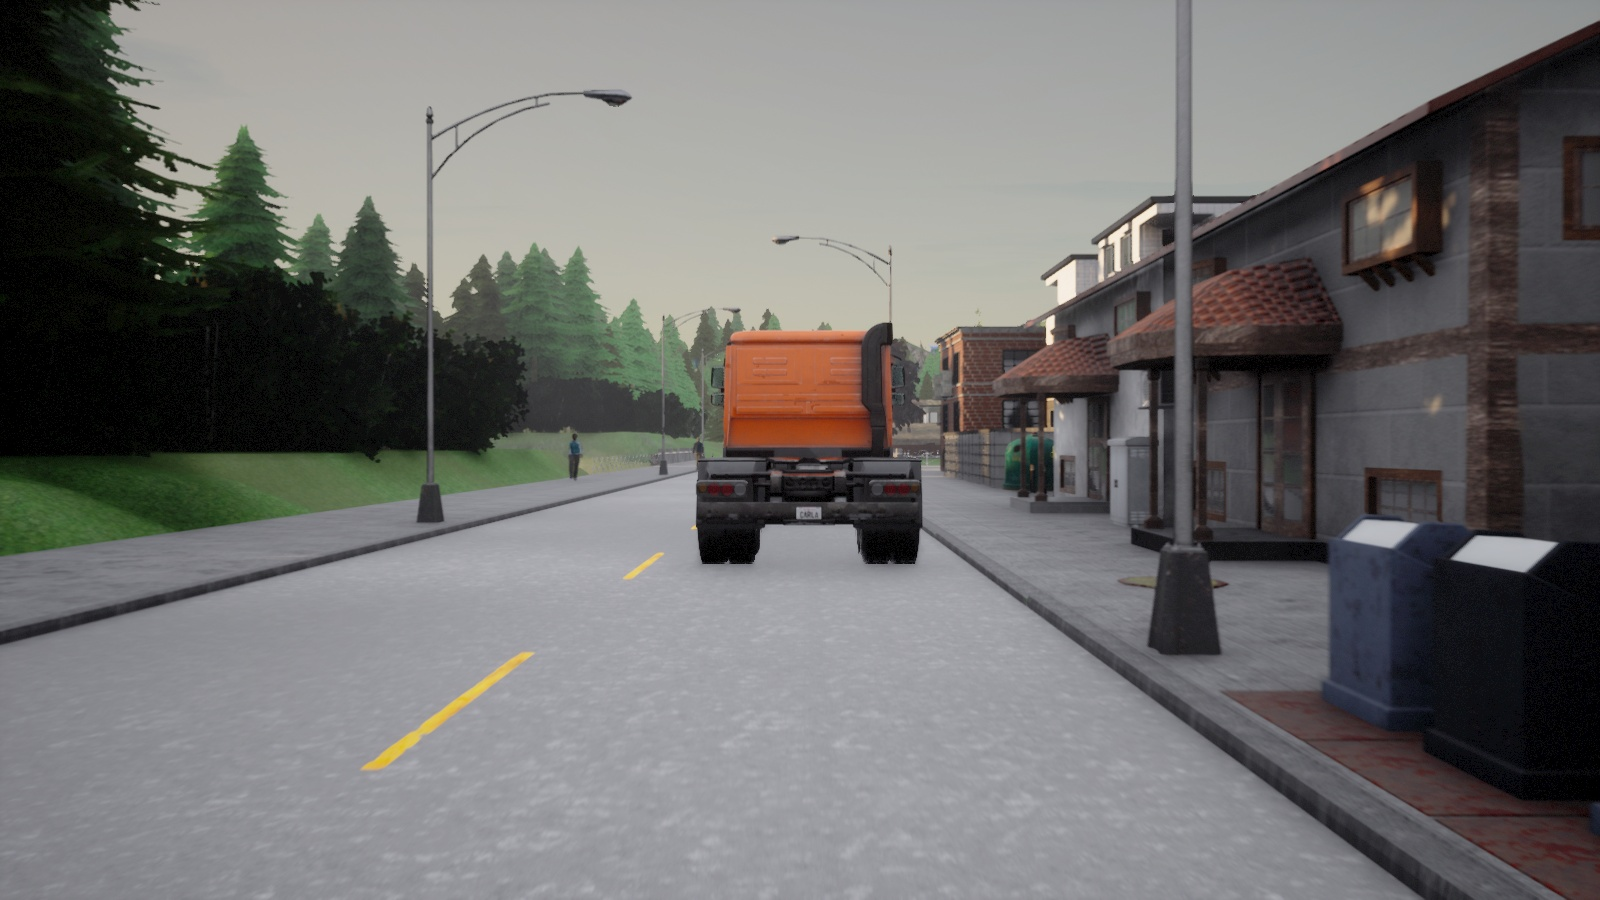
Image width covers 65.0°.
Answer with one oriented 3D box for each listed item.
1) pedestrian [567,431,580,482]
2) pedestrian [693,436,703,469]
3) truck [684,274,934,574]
[{"bbox_3d":[-8.665,0.241,48.001,0.396,1.930,0.692,0,0,0],"label":"pedestrian"},{"bbox_3d":[-5.661,0.151,69.696,0.402,1.842,0.726,0,0,9],"label":"pedestrian"},{"bbox_3d":[0.122,-0.315,18.483,2.891,3.462,7.936,0,0,0],"label":"truck"}]
